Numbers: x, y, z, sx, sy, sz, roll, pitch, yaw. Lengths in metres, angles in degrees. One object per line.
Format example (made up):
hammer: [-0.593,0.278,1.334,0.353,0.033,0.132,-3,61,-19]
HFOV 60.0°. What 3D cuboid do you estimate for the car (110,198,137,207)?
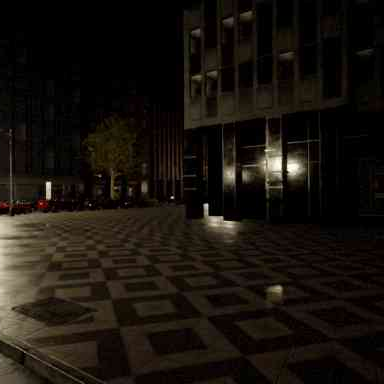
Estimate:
car: [-11.061,1.608,53.932,1.802,1.307,4.206,-1,0,35]

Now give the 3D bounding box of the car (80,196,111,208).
car: [-14.277,1.479,49.298,1.967,1.590,4.097,-1,0,35]

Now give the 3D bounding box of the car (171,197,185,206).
car: [-0.847,1.459,53.703,1.887,1.381,4.507,-1,0,35]

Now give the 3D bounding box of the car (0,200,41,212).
car: [-20.703,1.637,40.030,1.947,1.339,4.313,-1,0,35]

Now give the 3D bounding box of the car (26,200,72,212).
car: [-17.210,1.634,40.238,1.895,1.301,4.718,-1,0,35]

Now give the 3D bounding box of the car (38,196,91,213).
car: [-13.702,1.286,35.171,2.192,1.841,5.009,-1,0,35]

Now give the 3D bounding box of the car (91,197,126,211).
car: [-10.487,1.521,39.803,1.947,1.339,4.313,-1,0,35]

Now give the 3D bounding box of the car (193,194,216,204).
car: [2.451,1.279,62.985,2.097,1.767,4.553,-1,0,35]

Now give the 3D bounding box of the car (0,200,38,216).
car: [-16.914,1.572,30.536,1.802,1.307,4.206,-1,0,35]

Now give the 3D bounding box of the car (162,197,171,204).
car: [-4.633,1.570,63.201,1.947,1.339,4.313,-1,0,35]

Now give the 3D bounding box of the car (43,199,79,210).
car: [-17.489,1.637,44.664,1.802,1.307,4.206,-1,0,35]

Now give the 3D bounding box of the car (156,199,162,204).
car: [-7.945,1.540,58.426,1.752,1.417,4.829,-1,0,35]

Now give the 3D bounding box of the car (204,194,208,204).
car: [2.365,1.219,58.338,2.192,1.841,5.009,-1,0,35]

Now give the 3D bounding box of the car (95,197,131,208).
car: [-11.456,1.496,48.510,2.128,1.511,4.902,-1,0,35]

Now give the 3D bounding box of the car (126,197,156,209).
car: [-7.274,1.505,44.435,1.947,1.339,4.313,-1,0,35]
